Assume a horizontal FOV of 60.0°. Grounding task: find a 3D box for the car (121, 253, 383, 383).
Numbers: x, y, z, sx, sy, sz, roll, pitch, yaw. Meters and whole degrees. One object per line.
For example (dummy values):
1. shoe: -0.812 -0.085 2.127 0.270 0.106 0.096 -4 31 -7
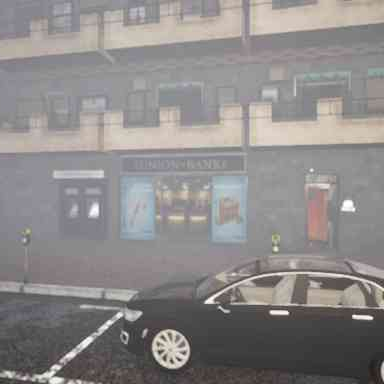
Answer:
1. car: 1.206 1.557 4.561 4.403 1.369 2.008 0 0 12
